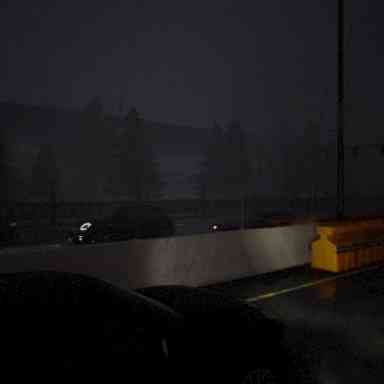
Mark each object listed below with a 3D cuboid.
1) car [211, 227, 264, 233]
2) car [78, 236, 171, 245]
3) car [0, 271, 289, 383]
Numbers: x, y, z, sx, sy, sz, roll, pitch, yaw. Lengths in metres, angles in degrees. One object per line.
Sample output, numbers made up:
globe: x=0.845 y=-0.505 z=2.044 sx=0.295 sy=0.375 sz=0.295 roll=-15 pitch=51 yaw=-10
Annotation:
car: x=3.153 y=1.580 z=14.778 sx=4.718 sy=1.301 sz=1.895 roll=0 pitch=0 yaw=-35
car: x=-3.079 y=1.340 z=14.667 sx=4.553 sy=1.767 sz=2.097 roll=0 pitch=0 yaw=-35
car: x=-1.261 y=1.476 z=2.849 sx=5.008 sy=1.535 sz=1.882 roll=-1 pitch=0 yaw=-36
